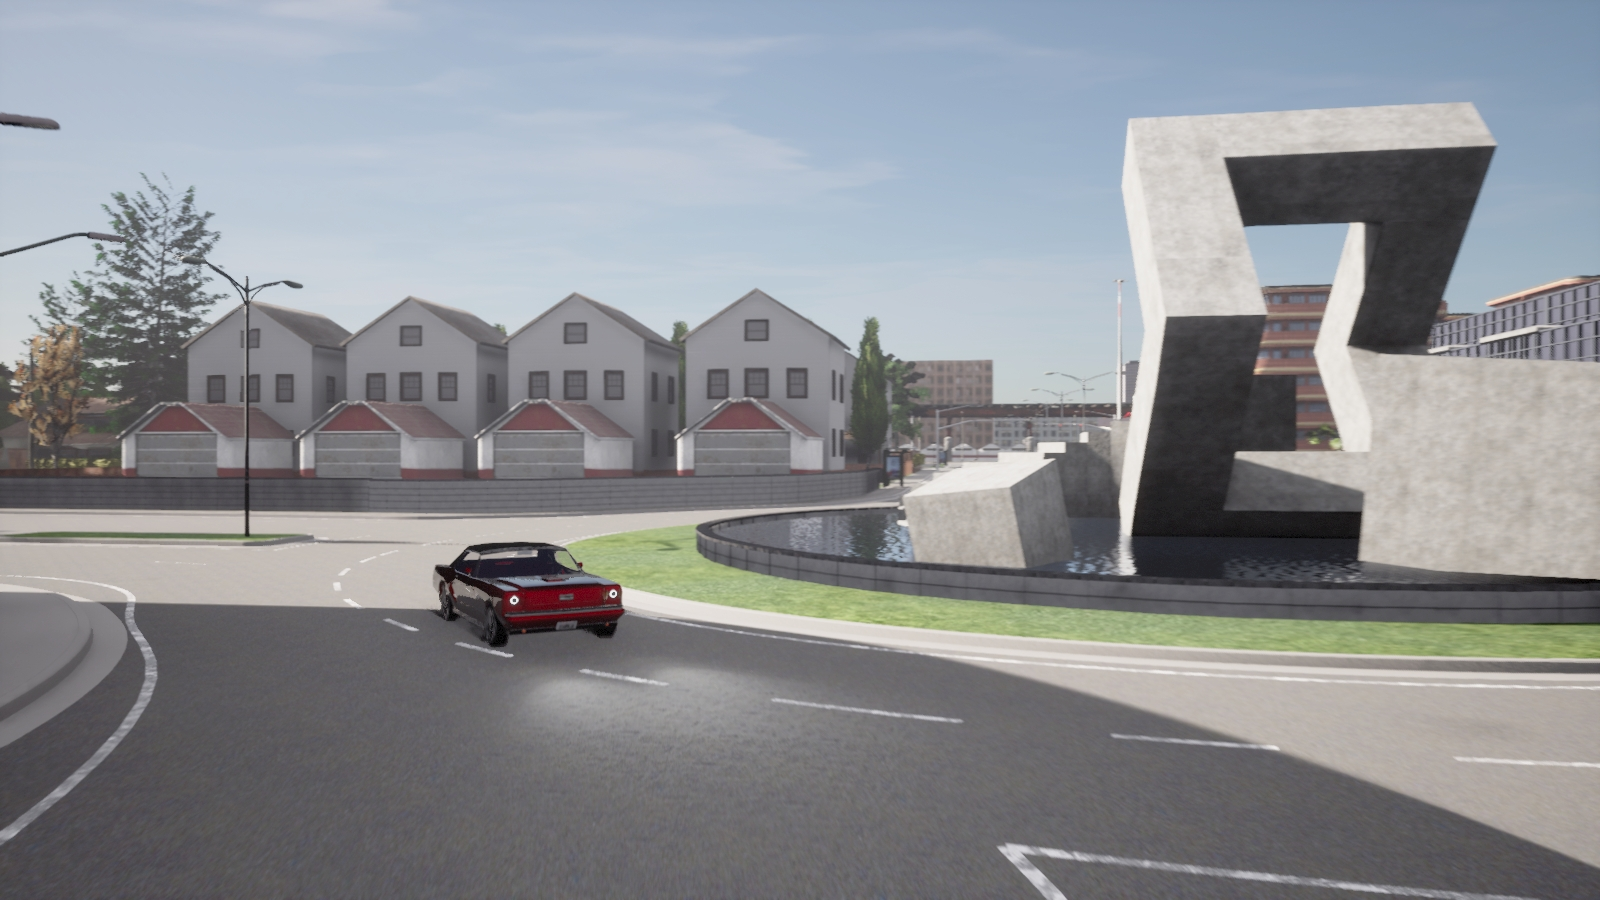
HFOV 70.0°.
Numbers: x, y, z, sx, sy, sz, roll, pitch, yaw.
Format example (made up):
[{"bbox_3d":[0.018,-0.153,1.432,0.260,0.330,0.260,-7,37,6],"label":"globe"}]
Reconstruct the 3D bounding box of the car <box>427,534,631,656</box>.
[{"bbox_3d":[-4.424,2.157,18.050,1.895,1.301,4.718,0,0,-29],"label":"car"}]
